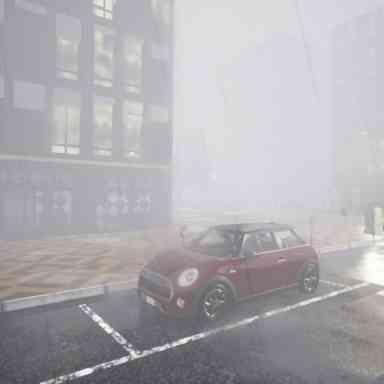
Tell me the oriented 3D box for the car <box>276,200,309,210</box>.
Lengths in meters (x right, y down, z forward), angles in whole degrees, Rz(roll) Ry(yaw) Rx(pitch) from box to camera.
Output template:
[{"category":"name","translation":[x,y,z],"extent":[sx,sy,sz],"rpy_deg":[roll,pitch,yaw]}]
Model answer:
[{"category":"car","translation":[14.399,1.795,46.802],"extent":[1.802,1.307,4.206],"rpy_deg":[1,-1,-35]}]

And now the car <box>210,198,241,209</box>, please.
[{"category":"car","translation":[4.280,1.668,46.590],"extent":[2.008,1.369,4.403],"rpy_deg":[1,-1,-35]}]

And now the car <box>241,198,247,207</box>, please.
[{"category":"car","translation":[7.844,1.714,56.057],"extent":[1.967,1.590,4.097],"rpy_deg":[1,-1,-35]}]

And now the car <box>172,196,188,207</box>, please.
[{"category":"car","translation":[-2.276,1.723,55.844],"extent":[1.887,1.381,4.507],"rpy_deg":[1,-1,-35]}]

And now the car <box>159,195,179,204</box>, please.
[{"category":"car","translation":[-5.267,1.712,74.568],"extent":[2.192,1.841,5.009],"rpy_deg":[1,-1,-35]}]

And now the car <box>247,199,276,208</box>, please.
[{"category":"car","translation":[11.122,1.788,51.430],"extent":[1.887,1.381,4.507],"rpy_deg":[1,-1,-35]}]

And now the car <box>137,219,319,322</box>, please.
[{"category":"car","translation":[0.873,1.440,7.172],"extent":[4.097,1.590,1.967],"rpy_deg":[0,1,-36]}]

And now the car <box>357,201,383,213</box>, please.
[{"category":"car","translation":[20.955,1.718,37.548],"extent":[1.947,1.339,4.313],"rpy_deg":[1,-1,-35]}]
